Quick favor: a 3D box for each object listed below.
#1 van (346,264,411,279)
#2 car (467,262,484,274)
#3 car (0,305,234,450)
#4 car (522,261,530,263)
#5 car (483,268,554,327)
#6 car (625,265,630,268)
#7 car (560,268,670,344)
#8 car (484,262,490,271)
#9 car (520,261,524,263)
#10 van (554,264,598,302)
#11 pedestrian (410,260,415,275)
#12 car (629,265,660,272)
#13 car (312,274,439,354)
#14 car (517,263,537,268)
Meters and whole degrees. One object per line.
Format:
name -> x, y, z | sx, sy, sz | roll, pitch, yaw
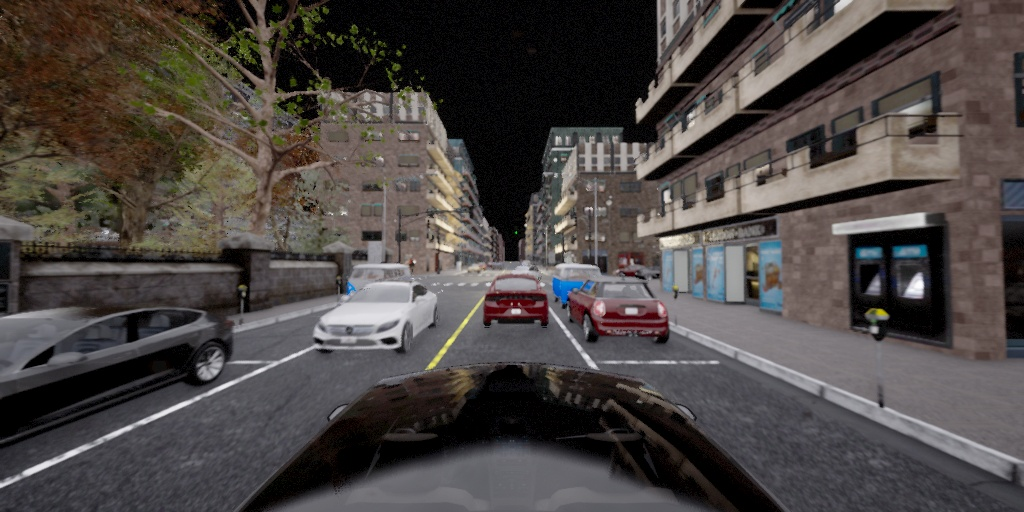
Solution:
van -> -5.635, 1.239, 15.516 | 1.690, 1.789, 3.998 | 0, 0, 0
car -> -5.605, 1.831, 53.288 | 1.751, 1.417, 4.829 | 0, 0, 0
car -> -5.670, 1.345, 4.469 | 1.948, 1.339, 4.313 | 0, 0, 0
car -> 2.775, 1.872, 53.445 | 1.948, 1.339, 4.313 | 0, 0, 0
car -> 0.116, 1.338, 12.009 | 1.882, 1.535, 5.008 | 0, 0, 0
car -> 13.701, 1.776, 41.592 | 4.097, 1.591, 1.967 | 0, 0, 1
car -> 2.672, 1.278, 9.977 | 1.967, 1.591, 4.097 | 0, 0, 0
car -> -5.587, 1.868, 64.743 | 1.967, 1.591, 4.097 | 0, 0, 0
car -> 2.785, 1.918, 59.087 | 2.007, 1.370, 4.403 | 0, 0, 0
van -> 2.679, 1.239, 15.500 | 1.690, 1.789, 3.998 | 0, 0, 0
pedestrian -> -12.469, 1.421, 44.923 | 0.375, 1.860, 0.375 | 0, -2, 1
car -> 13.584, 1.664, 33.216 | 4.313, 1.339, 1.948 | 0, 0, 1
car -> -3.086, 1.355, 9.121 | 1.812, 1.442, 4.674 | 0, -1, 0
car -> 1.155, 1.584, 30.465 | 1.812, 1.442, 4.674 | -1, -1, 17
